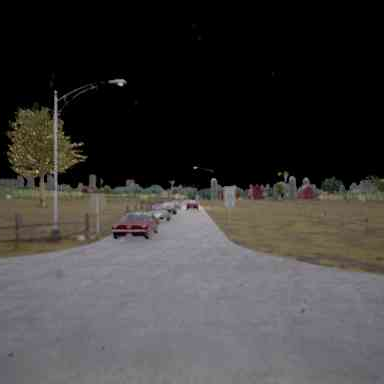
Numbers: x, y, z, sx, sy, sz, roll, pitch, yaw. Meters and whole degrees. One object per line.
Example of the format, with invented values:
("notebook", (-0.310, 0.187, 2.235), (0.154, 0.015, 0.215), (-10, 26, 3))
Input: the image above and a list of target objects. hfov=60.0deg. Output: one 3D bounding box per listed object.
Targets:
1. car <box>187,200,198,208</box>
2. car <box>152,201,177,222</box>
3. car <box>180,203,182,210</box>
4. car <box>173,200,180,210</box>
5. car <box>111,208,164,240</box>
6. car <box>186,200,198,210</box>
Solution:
("car", (0.050, 2.290, 62.826), (1.994, 1.385, 4.181), (0, -1, 0))
("car", (-2.827, 1.825, 30.066), (2.128, 1.511, 4.902), (0, -1, 0))
("car", (-2.731, 2.129, 54.477), (1.837, 1.490, 4.892), (0, -1, 0))
("car", (-2.810, 1.928, 40.304), (1.882, 1.535, 5.008), (0, -1, 0))
("car", (-2.973, 1.804, 18.415), (1.895, 1.301, 4.718), (0, -1, 3))
("car", (0.041, 2.074, 52.404), (1.882, 1.535, 5.008), (0, -1, 0))
